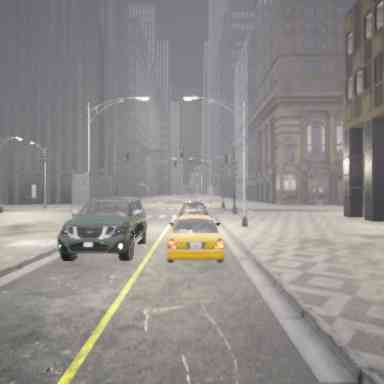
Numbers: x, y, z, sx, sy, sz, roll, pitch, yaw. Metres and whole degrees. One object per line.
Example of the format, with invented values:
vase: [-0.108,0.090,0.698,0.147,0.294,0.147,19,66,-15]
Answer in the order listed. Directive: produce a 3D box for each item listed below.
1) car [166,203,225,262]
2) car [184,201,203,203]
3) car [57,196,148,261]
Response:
car: [0.098,1.427,11.855,1.801,1.575,5.366,0,1,0]
car: [0.096,1.376,22.002,2.033,1.649,4.856,0,0,0]
car: [-3.015,1.190,12.470,2.150,2.045,5.566,0,0,0]
